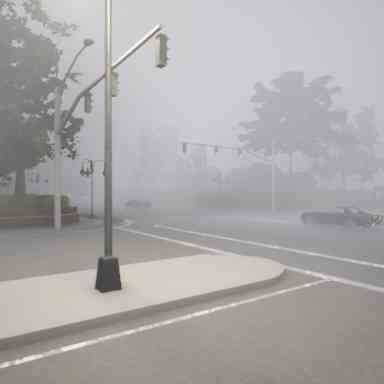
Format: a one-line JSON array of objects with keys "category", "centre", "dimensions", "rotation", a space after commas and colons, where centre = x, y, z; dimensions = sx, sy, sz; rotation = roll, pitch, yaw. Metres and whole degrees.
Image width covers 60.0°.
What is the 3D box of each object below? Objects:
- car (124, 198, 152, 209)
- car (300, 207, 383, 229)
[{"category": "car", "centre": [-7.267, 1.533, 44.552], "dimensions": [2.033, 1.411, 5.357], "rotation": [0, 0, -36]}, {"category": "car", "centre": [9.353, 1.588, 21.247], "dimensions": [1.895, 1.301, 4.718], "rotation": [0, 0, -34]}]
